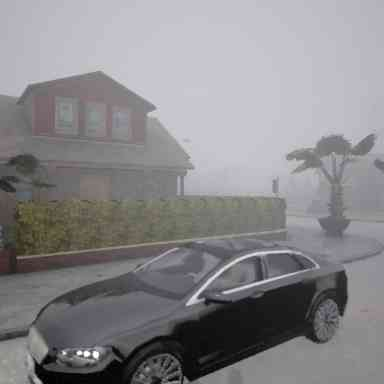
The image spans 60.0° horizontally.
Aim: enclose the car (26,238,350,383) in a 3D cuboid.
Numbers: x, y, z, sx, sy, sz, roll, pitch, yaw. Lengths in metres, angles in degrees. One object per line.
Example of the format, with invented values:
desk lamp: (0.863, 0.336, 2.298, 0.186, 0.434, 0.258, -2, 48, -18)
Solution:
car: (0.334, 1.491, 4.841, 4.902, 1.511, 2.128, 0, 0, -35)
